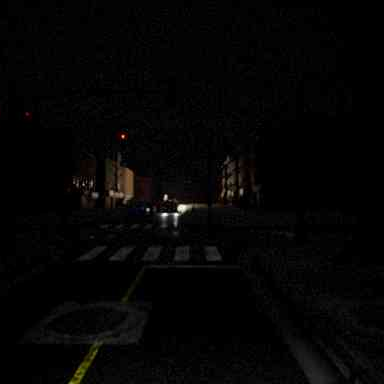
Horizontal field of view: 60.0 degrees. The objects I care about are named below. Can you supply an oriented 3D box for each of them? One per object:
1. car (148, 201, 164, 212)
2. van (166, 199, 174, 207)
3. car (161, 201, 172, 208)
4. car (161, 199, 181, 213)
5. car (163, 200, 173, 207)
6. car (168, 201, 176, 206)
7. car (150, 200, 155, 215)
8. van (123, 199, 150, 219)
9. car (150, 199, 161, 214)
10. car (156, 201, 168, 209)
[{"bbox_3d":[-5.446,2.162,50.533,1.887,1.381,4.507,2,-1,0],"label":"car"},{"bbox_3d":[-5.525,2.663,82.272,1.690,1.788,3.998,1,-1,0],"label":"van"},{"bbox_3d":[-5.502,2.617,71.690,1.887,1.381,4.507,1,-1,0],"label":"car"},{"bbox_3d":[-2.814,2.010,43.953,1.837,1.490,4.892,0,-1,0],"label":"car"},{"bbox_3d":[-5.513,2.636,76.981,1.967,1.590,4.097,1,-1,0],"label":"car"},{"bbox_3d":[-5.557,3.135,92.845,2.008,1.369,4.403,1,-1,0],"label":"car"},{"bbox_3d":[-5.406,1.870,34.971,2.008,1.369,4.403,2,-1,0],"label":"car"},{"bbox_3d":[-5.392,1.599,31.655,1.690,1.788,3.998,2,-1,0],"label":"van"},{"bbox_3d":[-5.412,1.727,39.959,2.192,1.841,5.009,2,-1,0],"label":"car"},{"bbox_3d":[-5.475,2.419,61.111,1.802,1.307,4.206,2,-1,0],"label":"car"}]
